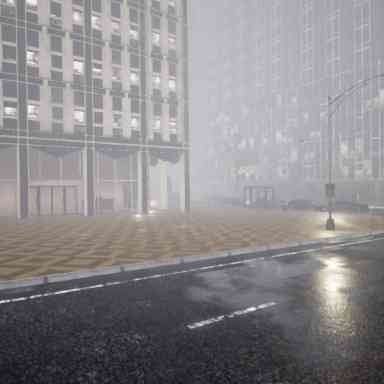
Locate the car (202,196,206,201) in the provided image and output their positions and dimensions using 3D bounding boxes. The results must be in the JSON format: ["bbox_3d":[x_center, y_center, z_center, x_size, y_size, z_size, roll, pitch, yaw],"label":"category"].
[{"bbox_3d":[3.535,1.043,64.591,1.802,1.307,4.206,0,1,-34],"label":"car"}]

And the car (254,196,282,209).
[{"bbox_3d":[9.298,1.388,41.021,1.802,1.307,4.206,0,1,-34],"label":"car"}]

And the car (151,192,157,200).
[{"bbox_3d":[-9.788,1.040,69.279,2.008,1.369,4.403,0,1,-34],"label":"car"}]

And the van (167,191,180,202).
[{"bbox_3d":[-3.395,0.937,59.877,1.690,1.788,3.998,0,1,-34],"label":"van"}]

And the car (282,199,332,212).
[{"bbox_3d":[12.480,1.423,36.310,1.947,1.339,4.313,0,1,-34],"label":"car"}]

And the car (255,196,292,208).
[{"bbox_3d":[10.687,1.275,43.763,1.812,1.442,4.674,-1,1,-34],"label":"car"}]

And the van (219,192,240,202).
[{"bbox_3d":[6.730,0.855,59.889,1.690,1.788,3.998,0,1,-34],"label":"van"}]

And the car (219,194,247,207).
[{"bbox_3d":[6.150,1.319,45.753,1.947,1.339,4.313,0,1,-34],"label":"car"}]

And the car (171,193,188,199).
[{"bbox_3d":[-2.858,0.936,73.991,1.802,1.307,4.206,0,1,-34],"label":"car"}]

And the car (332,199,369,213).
[{"bbox_3d":[16.426,1.405,35.328,1.994,1.385,4.181,-1,1,-34],"label":"car"}]

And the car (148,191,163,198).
[{"bbox_3d":[-9.252,0.686,83.388,1.967,1.590,4.097,0,1,-34],"label":"car"}]

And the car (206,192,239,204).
[{"bbox_3d":[4.861,1.159,52.356,1.837,1.490,4.892,-1,1,-34],"label":"car"}]
